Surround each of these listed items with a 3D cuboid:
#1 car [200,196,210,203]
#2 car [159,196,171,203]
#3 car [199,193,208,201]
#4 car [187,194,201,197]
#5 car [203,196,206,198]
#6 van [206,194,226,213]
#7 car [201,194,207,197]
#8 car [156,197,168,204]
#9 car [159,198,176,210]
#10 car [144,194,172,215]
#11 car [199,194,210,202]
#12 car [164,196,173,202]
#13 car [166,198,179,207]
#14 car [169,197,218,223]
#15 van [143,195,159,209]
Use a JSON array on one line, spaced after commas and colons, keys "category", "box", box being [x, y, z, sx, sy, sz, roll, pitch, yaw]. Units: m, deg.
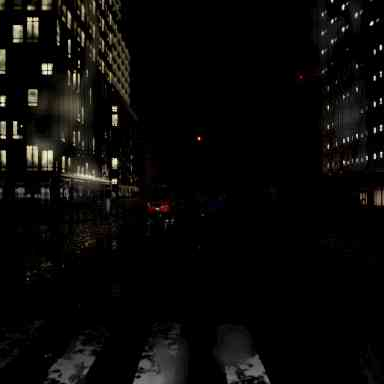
[{"category": "car", "box": [2.755, 1.542, 69.110, 1.887, 1.381, 4.507, 0, 0, 0]}, {"category": "car", "box": [-5.626, 1.548, 69.148, 2.008, 1.369, 4.403, 0, 0, 0]}, {"category": "car", "box": [2.833, 1.309, 85.728, 2.192, 1.841, 5.009, 0, 0, 0]}, {"category": "car", "box": [0.107, 1.501, 57.580, 1.837, 1.490, 4.892, 0, -1, 0]}, {"category": "car", "box": [2.650, 1.544, 41.417, 1.887, 1.381, 4.507, 0, 0, 0]}, {"category": "van", "box": [2.715, 1.341, 35.878, 1.690, 1.788, 3.998, 0, 0, 0]}, {"category": "car", "box": [2.730, 1.313, 63.571, 2.192, 1.841, 5.009, 0, 0, 0]}, {"category": "car", "box": [-5.651, 1.564, 63.609, 1.947, 1.339, 4.313, 0, 0, 0]}, {"category": "car", "box": [-3.155, 1.525, 43.347, 1.812, 1.442, 4.674, 0, 0, 0]}, {"category": "car", "box": [-3.200, 1.222, 33.569, 2.150, 2.045, 5.566, 0, 0, 0]}, {"category": "car", "box": [2.781, 1.312, 74.650, 2.192, 1.841, 5.009, 0, 0, 0]}, {"category": "car", "box": [-5.574, 1.578, 80.227, 1.802, 1.307, 4.206, 0, 0, 0]}, {"category": "car", "box": [-3.101, 1.600, 53.420, 1.895, 1.301, 4.718, 0, 0, 0]}, {"category": "car", "box": [0.007, 1.477, 26.043, 1.882, 1.535, 5.008, -2, 1, -18]}, {"category": "van", "box": [-5.727, 1.341, 46.992, 1.690, 1.788, 3.998, 0, 0, 0]}]
